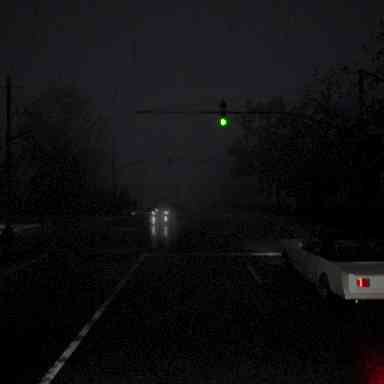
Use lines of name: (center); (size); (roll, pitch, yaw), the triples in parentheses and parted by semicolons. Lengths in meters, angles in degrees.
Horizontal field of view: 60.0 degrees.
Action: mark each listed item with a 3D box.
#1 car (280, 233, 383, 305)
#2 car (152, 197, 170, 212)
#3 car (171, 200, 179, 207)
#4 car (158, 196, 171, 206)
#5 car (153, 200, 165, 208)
car: (3.595, 1.640, 8.106); (1.895, 1.301, 4.718); (0, 0, 0)
car: (-4.097, 1.791, 43.303); (1.837, 1.490, 4.892); (0, -1, -3)
car: (-4.985, 2.479, 73.373); (1.882, 1.535, 5.008); (0, -2, -19)
car: (-4.896, 1.704, 53.395); (2.150, 2.045, 5.566); (0, -1, -6)
car: (-6.444, 2.325, 63.962); (1.994, 1.385, 4.181); (0, -2, -10)
